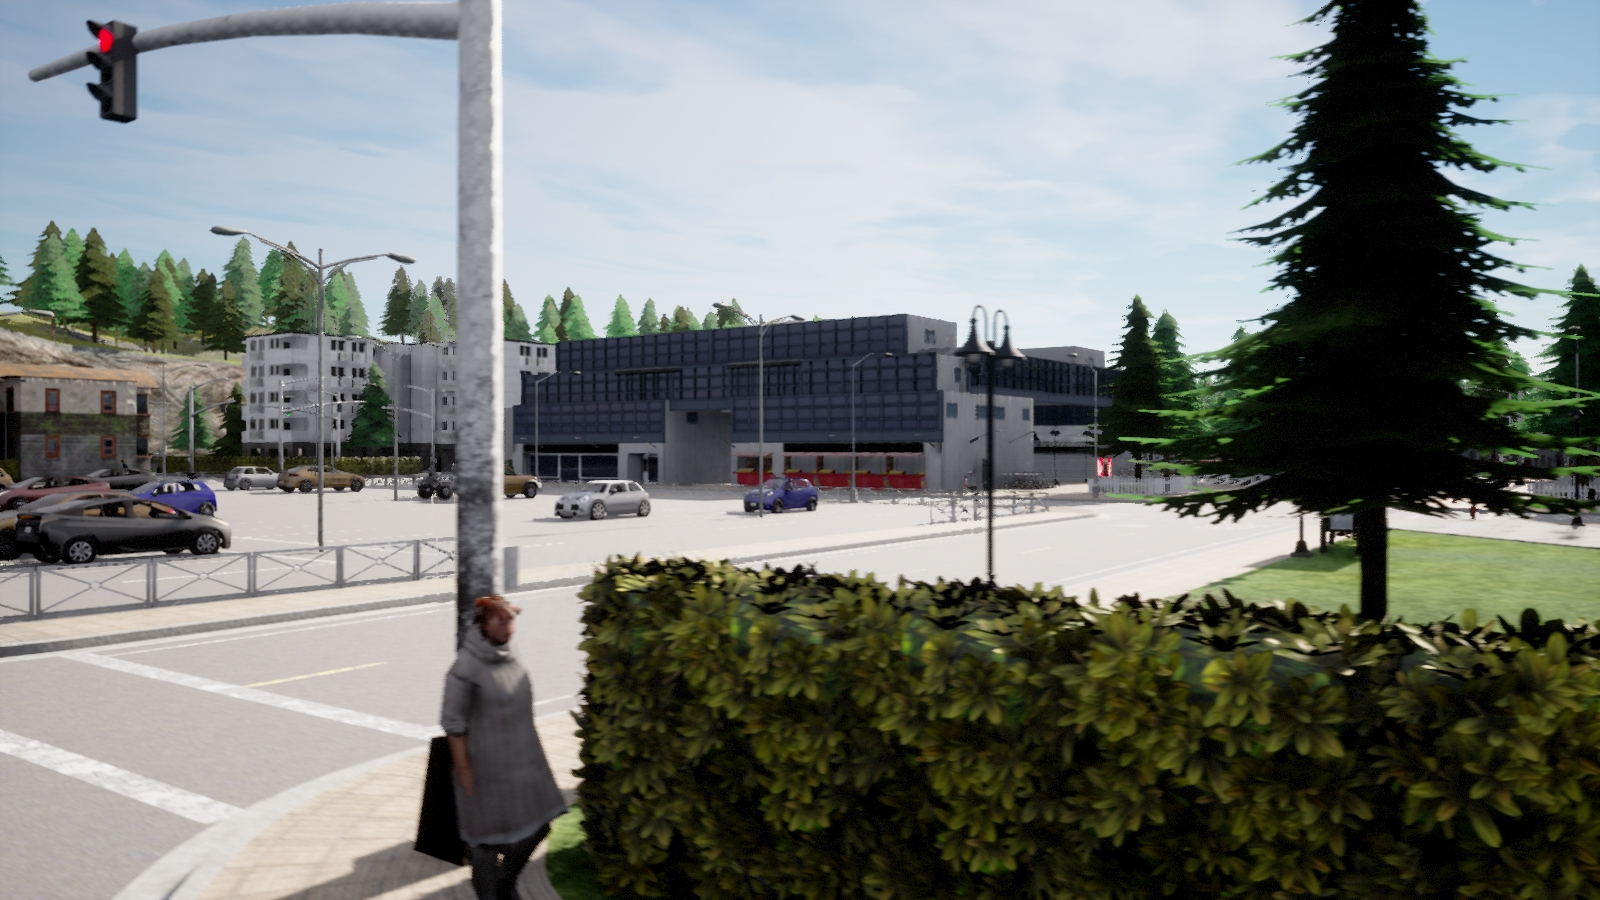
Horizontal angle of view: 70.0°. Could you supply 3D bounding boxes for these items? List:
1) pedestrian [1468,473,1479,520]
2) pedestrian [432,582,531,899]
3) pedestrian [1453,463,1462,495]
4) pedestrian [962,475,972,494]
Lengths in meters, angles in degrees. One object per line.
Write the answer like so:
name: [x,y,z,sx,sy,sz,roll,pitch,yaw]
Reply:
pedestrian: [26.589,1.833,45.092,0.375,1.860,0.375,0,0,29]
pedestrian: [-1.760,1.692,6.328,0.375,1.860,0.375,0,0,33]
pedestrian: [38.435,1.697,66.775,0.375,1.860,0.375,0,0,37]
pedestrian: [10.018,2.056,68.678,0.500,1.100,0.500,0,0,18]
